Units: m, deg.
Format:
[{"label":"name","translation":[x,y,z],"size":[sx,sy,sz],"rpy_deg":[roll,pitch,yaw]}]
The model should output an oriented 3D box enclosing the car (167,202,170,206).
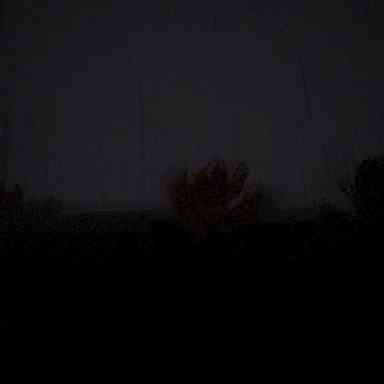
[{"label":"car","translation":[-2.295,2.079,61.142],"size":[2.033,1.411,5.357],"rpy_deg":[-1,-1,36]}]
